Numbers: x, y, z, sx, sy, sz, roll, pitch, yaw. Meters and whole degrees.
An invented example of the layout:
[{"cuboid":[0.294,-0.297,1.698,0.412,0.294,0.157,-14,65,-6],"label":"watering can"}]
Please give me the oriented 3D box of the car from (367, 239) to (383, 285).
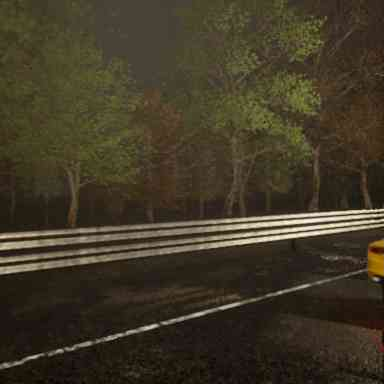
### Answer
[{"cuboid":[6.317,1.473,8.210,5.008,1.535,1.882,0,0,-35],"label":"car"}]
